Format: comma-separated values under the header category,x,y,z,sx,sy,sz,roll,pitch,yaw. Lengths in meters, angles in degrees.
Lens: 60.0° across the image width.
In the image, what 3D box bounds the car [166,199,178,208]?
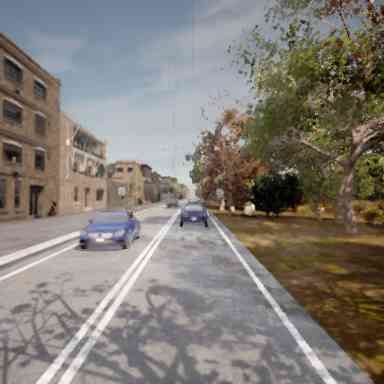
category,x,y,z,sx,sy,sz,roll,pitch,yaw
car,-3.147,1.881,55.253,2.033,1.411,5.357,0,-1,1

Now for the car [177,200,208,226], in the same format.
category,x,y,z,sx,sy,sz,roll,pitch,yaw
car,0.124,1.511,23.102,1.812,1.442,4.674,0,0,0

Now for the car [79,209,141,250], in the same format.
category,x,y,z,sx,sy,sz,roll,pitch,yaw
car,-3.339,1.492,14.373,1.812,1.442,4.674,0,0,0
